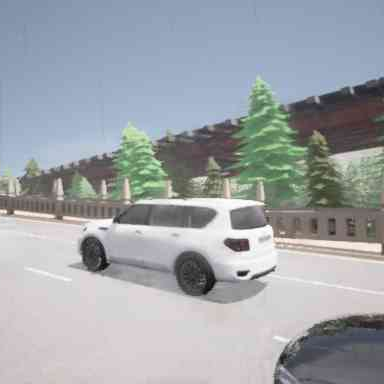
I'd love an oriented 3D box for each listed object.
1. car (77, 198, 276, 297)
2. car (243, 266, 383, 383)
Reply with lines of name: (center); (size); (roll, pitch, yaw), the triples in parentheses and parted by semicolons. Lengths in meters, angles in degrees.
car: (-0.616, 1.164, 8.716); (5.566, 2.045, 2.150); (1, 1, 36)
car: (2.895, 1.478, 1.880); (4.902, 1.511, 2.128); (0, 0, 36)
